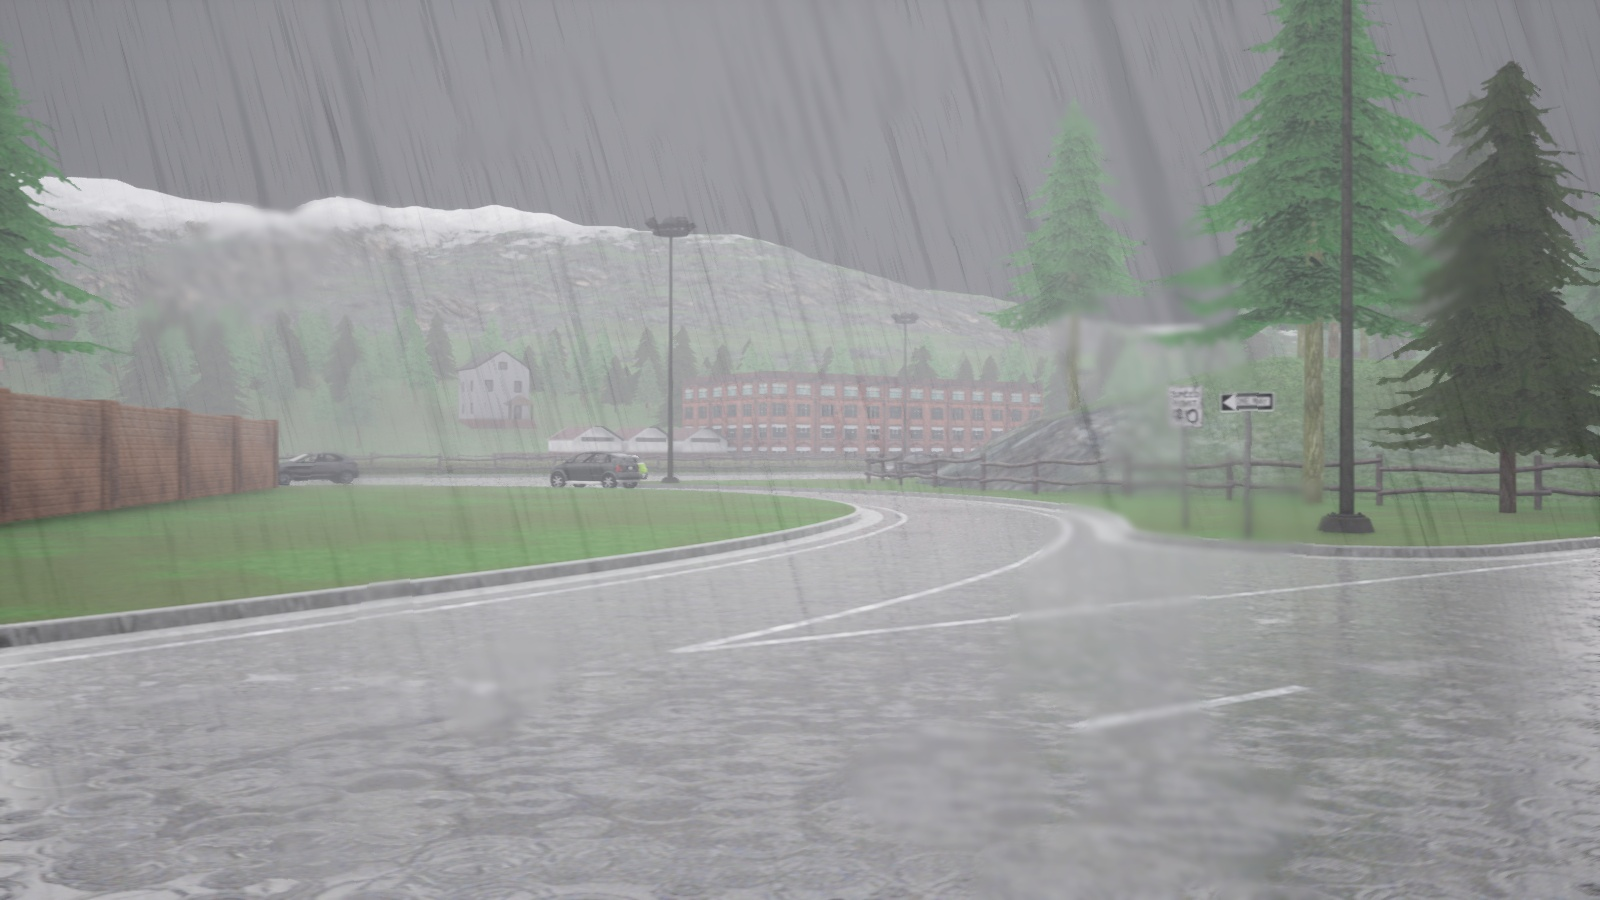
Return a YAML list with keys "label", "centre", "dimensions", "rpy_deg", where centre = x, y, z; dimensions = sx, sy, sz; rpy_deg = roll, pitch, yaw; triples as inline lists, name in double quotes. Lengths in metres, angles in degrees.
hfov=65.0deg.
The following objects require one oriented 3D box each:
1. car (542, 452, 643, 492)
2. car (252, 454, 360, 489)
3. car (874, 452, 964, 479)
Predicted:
- label: "car"
  centre: [-8.427, 0.866, 51.091]
  dimensions: [3.705, 1.549, 1.789]
  rpy_deg: [0, 0, 26]
- label: "car"
  centre: [-22.044, 0.943, 56.126]
  dimensions: [4.193, 1.474, 1.816]
  rpy_deg: [0, 0, -35]
- label: "car"
  centre: [6.817, 0.863, 71.845]
  dimensions: [4.902, 1.511, 2.128]
  rpy_deg: [0, 0, -35]
